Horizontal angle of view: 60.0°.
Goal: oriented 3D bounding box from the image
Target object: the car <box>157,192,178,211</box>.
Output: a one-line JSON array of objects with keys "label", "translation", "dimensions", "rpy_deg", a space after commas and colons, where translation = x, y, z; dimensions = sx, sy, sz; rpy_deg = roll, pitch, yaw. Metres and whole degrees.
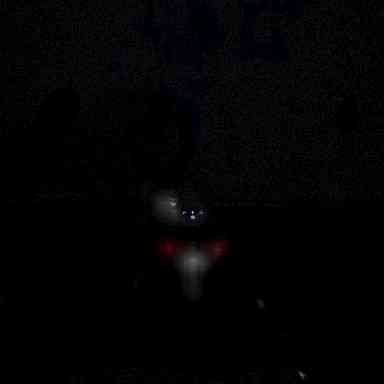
[{"label": "car", "translation": [-2.799, 1.061, 39.225], "dimensions": [2.150, 2.045, 5.566], "rpy_deg": [0, 0, 0]}]

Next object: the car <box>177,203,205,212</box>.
[{"label": "car", "translation": [0.074, 1.498, 26.120], "dimensions": [1.895, 1.301, 4.718], "rpy_deg": [0, 0, 0]}]

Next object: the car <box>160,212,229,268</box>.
[{"label": "car", "translation": [0.070, 1.559, 11.142], "dimensions": [1.895, 1.301, 4.718], "rpy_deg": [0, 0, 0]}]
